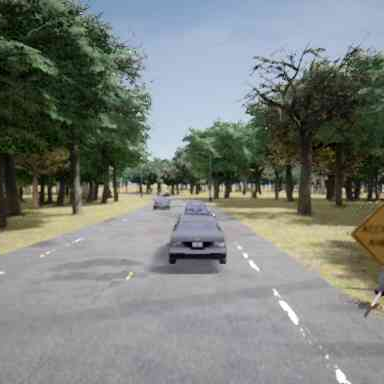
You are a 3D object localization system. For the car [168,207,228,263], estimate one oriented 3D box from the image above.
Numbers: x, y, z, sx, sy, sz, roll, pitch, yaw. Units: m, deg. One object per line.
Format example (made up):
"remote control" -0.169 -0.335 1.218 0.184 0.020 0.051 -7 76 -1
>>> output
"car" 0.186 1.489 11.723 2.033 1.411 5.357 0 0 1

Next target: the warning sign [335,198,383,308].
"warning sign" 3.627 1.085 6.303 1.300 1.860 1.060 1 2 0

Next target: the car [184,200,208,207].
"car" 0.325 1.411 27.785 2.033 1.411 5.357 0 0 1

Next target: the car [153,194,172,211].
"car" -3.425 1.338 38.732 1.812 1.442 4.674 0 0 -1
